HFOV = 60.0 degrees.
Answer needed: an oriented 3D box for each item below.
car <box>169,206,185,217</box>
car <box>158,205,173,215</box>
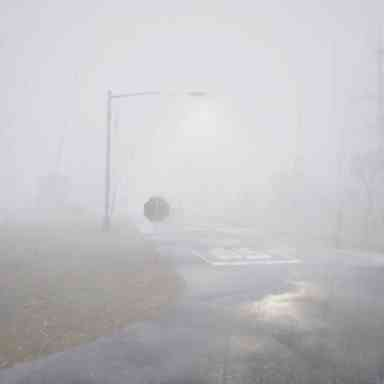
[{"bbox_3d":[-2.383,2.834,48.128,1.882,1.535,5.008,1,-2,-13],"label":"car"},{"bbox_3d":[-4.677,3.103,57.866,1.882,1.535,5.008,1,-2,-13],"label":"car"}]
